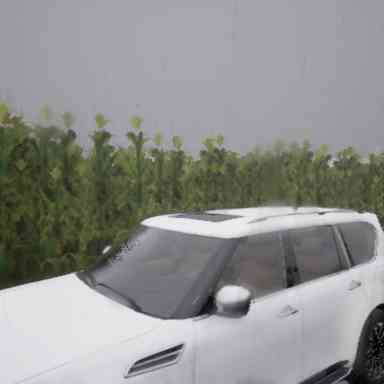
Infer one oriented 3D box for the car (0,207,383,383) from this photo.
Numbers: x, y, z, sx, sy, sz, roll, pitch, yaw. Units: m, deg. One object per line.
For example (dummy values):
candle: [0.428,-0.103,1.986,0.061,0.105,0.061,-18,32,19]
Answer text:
car: [0.284,1.233,3.727,5.566,2.045,2.150,0,0,-37]
